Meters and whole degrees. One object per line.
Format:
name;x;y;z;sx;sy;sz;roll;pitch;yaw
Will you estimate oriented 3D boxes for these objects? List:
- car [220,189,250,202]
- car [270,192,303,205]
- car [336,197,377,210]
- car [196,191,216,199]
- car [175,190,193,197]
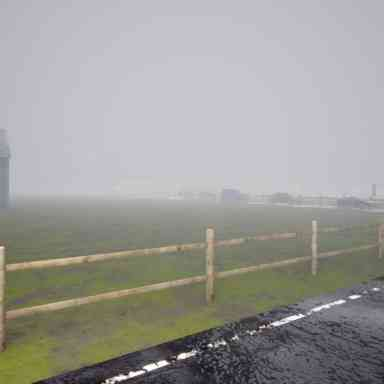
car;6.834;0.514;53.585;2.150;2.045;5.566;0;1;-35
car;12.829;0.830;45.173;2.097;1.767;4.553;0;1;-35
car;18.400;1.216;37.358;1.994;1.385;4.181;0;1;-35
car;2.793;0.597;65.485;1.837;1.490;4.892;0;1;-35
car;-1.772;0.362;71.827;1.837;1.490;4.892;0;1;-36
